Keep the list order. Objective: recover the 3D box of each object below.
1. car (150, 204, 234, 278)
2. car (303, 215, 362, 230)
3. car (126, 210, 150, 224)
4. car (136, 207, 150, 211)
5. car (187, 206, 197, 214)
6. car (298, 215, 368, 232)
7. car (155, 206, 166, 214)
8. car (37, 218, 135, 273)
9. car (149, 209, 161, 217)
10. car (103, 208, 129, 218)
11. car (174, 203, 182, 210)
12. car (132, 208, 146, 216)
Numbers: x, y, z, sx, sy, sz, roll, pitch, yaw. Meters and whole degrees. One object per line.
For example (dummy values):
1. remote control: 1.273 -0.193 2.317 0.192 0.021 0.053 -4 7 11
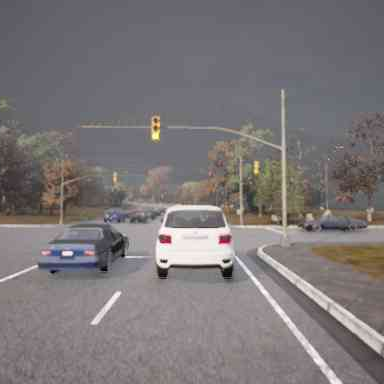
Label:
1. car: 0.087 1.483 11.140 2.150 2.045 5.566 0 -2 0
2. car: 13.139 2.852 31.364 4.718 1.301 1.895 0 -3 -2
3. car: -7.101 3.507 44.495 1.895 1.301 4.718 0 -2 -1
4. car: -7.107 3.449 54.024 2.150 2.045 5.566 0 -2 0
5. car: -0.022 3.972 73.315 2.128 1.511 4.902 0 0 0
6. car: 11.709 2.611 27.820 5.357 1.411 2.033 0 -3 -2
7. car: -7.024 3.991 74.639 2.033 1.411 5.357 0 0 0
8. car: -3.504 1.830 11.671 2.033 1.411 5.357 0 -2 -2
9. car: -7.060 4.004 63.941 1.895 1.301 4.718 0 -1 0
10. car: -10.622 3.183 45.856 2.150 2.045 5.566 0 -2 -2
11. car: -3.621 3.798 86.142 1.882 1.535 5.008 0 0 -3
12. car: -10.531 4.024 66.426 1.895 1.301 4.718 0 0 0
